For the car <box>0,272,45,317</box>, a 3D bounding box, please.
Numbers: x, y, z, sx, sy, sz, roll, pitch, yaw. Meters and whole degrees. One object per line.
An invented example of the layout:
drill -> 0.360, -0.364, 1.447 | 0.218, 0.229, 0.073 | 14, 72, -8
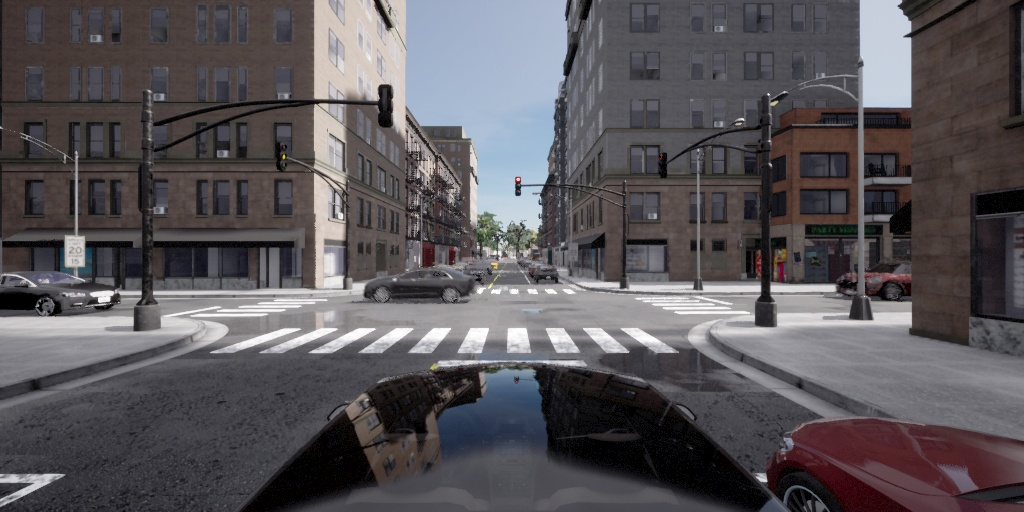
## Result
car -> -5.399, 1.065, 0.780 | 2.192, 1.841, 5.009 | 0, 0, 0

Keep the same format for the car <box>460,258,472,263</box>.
car -> -5.487, 1.278, 38.581 | 1.751, 1.417, 4.829 | 0, 0, 0

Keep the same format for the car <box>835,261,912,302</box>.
car -> 17.277, 1.016, 15.984 | 4.553, 1.767, 2.097 | 0, 0, 0

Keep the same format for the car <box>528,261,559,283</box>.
car -> 2.584, 1.302, 27.804 | 2.007, 1.370, 4.403 | 0, 0, 0

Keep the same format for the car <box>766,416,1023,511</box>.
car -> 2.640, 1.332, 0.796 | 1.802, 1.307, 4.207 | 0, 0, 0

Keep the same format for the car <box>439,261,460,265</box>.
car -> -5.468, 1.277, 27.618 | 1.751, 1.417, 4.829 | 0, 0, 0

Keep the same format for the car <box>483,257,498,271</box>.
car -> -2.931, 1.233, 50.146 | 1.882, 1.535, 5.008 | 0, 0, 0

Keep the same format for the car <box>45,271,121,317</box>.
car -> -17.092, 1.310, 12.928 | 4.902, 1.511, 2.128 | 0, 0, 1

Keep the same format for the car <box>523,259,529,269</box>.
car -> 2.562, 1.303, 38.768 | 2.007, 1.370, 4.403 | 0, 0, 0

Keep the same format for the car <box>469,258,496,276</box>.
car -> -2.921, 1.257, 36.808 | 1.837, 1.490, 4.892 | 0, 0, 0

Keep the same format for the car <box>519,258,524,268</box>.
car -> 2.528, 1.306, 55.213 | 2.007, 1.370, 4.403 | 0, 0, 0

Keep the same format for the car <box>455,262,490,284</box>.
car -> -2.884, 1.352, 26.689 | 1.895, 1.301, 4.718 | 0, 0, -1

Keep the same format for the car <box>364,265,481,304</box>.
car -> -3.998, 1.270, 15.913 | 4.892, 1.490, 1.837 | 0, 0, 0

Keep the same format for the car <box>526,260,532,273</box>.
car -> 2.573, 1.297, 33.286 | 1.888, 1.381, 4.507 | 0, 0, 0
